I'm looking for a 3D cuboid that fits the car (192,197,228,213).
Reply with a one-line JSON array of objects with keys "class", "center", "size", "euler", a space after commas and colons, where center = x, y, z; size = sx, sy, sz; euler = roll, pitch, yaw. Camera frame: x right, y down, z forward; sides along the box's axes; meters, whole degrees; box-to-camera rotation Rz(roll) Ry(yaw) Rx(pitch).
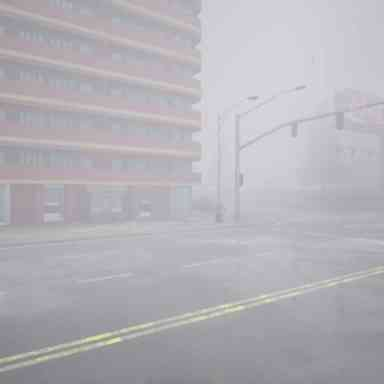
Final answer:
[{"class": "car", "center": [1.970, 1.315, 37.323], "size": [2.097, 1.767, 4.553], "euler": [0, 0, -34]}]
